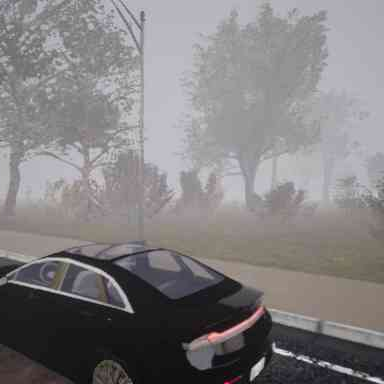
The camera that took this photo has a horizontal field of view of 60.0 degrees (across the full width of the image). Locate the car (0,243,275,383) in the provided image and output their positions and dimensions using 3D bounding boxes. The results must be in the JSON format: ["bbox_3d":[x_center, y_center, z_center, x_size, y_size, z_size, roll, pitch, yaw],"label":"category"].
[{"bbox_3d":[-1.339,1.479,4.634,4.902,1.511,2.128,0,0,35],"label":"car"}]
